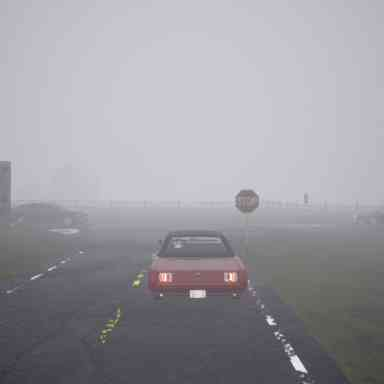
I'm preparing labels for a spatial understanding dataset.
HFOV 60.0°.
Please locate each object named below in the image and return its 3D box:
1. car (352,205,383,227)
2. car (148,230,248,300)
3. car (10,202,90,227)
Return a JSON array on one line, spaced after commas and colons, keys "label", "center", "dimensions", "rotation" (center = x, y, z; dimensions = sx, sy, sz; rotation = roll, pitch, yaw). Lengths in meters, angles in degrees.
[{"label": "car", "center": [14.322, 1.718, 24.273], "dimensions": [4.902, 1.511, 2.128], "rotation": [1, -1, 0]}, {"label": "car", "center": [0.074, 1.603, 8.386], "dimensions": [1.895, 1.301, 4.718], "rotation": [0, 0, -1]}, {"label": "car", "center": [-9.036, 1.394, 21.222], "dimensions": [4.892, 1.490, 1.837], "rotation": [0, -1, 0]}]
